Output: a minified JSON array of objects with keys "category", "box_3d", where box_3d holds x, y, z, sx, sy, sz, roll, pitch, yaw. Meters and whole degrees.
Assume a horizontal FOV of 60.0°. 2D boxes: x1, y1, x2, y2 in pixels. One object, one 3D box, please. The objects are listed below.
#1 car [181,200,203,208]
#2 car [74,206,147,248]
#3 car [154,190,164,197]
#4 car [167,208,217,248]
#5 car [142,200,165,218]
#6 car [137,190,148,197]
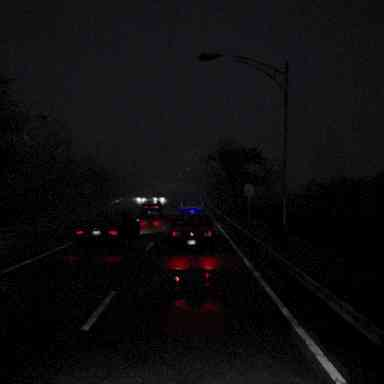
[{"category":"car","box_3d":[0.001,1.455,29.691,1.882,1.535,5.008,0,0,0]},{"category":"car","box_3d":[-3.500,1.546,14.671,2.033,1.411,5.357,0,0,0]},{"category":"car","box_3d":[-6.998,0.342,70.407,1.895,1.301,4.718,0,3,0]},{"category":"car","box_3d":[0.001,1.600,14.701,1.895,1.301,4.718,0,0,0]},{"category":"car","box_3d":[-3.499,1.465,29.690,2.128,1.511,4.902,0,0,0]},{"category":"car","box_3d":[-10.498,0.270,70.434,2.128,1.511,4.902,0,3,0]}]
